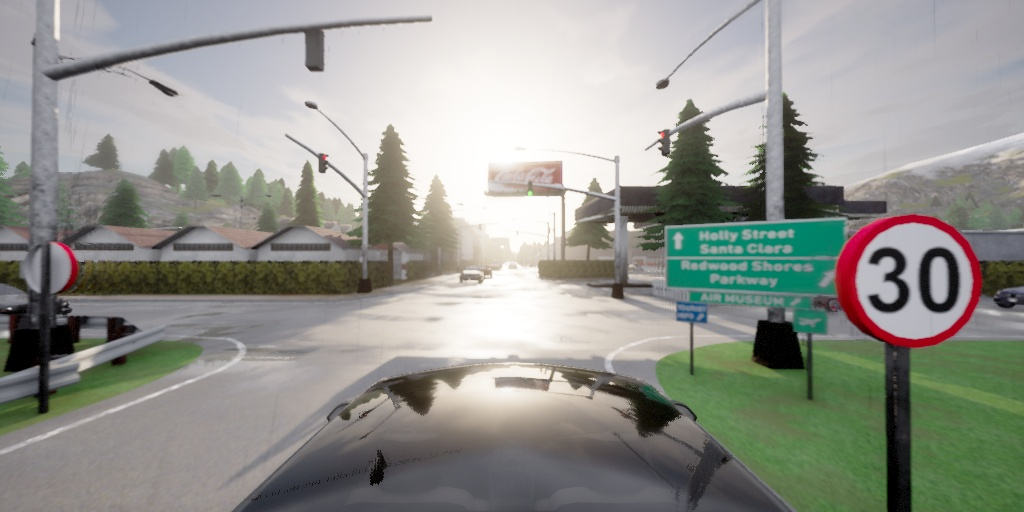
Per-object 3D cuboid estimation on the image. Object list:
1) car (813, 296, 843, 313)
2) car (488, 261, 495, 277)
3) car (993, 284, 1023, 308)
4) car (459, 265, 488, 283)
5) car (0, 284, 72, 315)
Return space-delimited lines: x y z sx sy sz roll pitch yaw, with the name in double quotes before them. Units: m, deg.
"car" 14.772 1.631 15.512 4.674 1.442 1.812 0 -1 0
"car" -3.267 1.749 42.552 1.882 1.535 5.008 0 -2 -3
"car" 23.906 1.631 15.436 4.674 1.442 1.812 0 -1 1
"car" -3.522 1.650 32.261 1.812 1.442 4.674 1 -1 0
"car" -18.525 1.610 12.158 5.357 1.411 2.033 0 -1 1
